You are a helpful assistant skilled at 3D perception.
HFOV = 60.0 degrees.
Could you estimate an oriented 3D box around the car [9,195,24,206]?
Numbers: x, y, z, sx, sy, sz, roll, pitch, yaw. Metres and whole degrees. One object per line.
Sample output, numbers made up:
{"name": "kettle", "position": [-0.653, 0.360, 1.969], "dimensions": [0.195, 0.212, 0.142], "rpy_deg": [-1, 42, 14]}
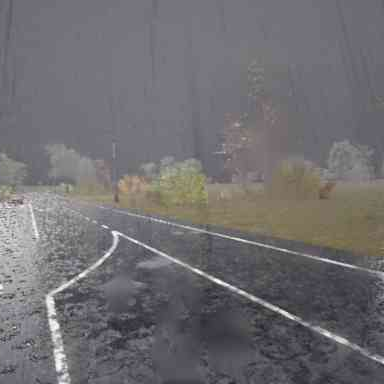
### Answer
{"name": "car", "position": [-26.764, 1.172, 50.644], "dimensions": [1.882, 1.535, 5.008], "rpy_deg": [-3, 2, -26]}
